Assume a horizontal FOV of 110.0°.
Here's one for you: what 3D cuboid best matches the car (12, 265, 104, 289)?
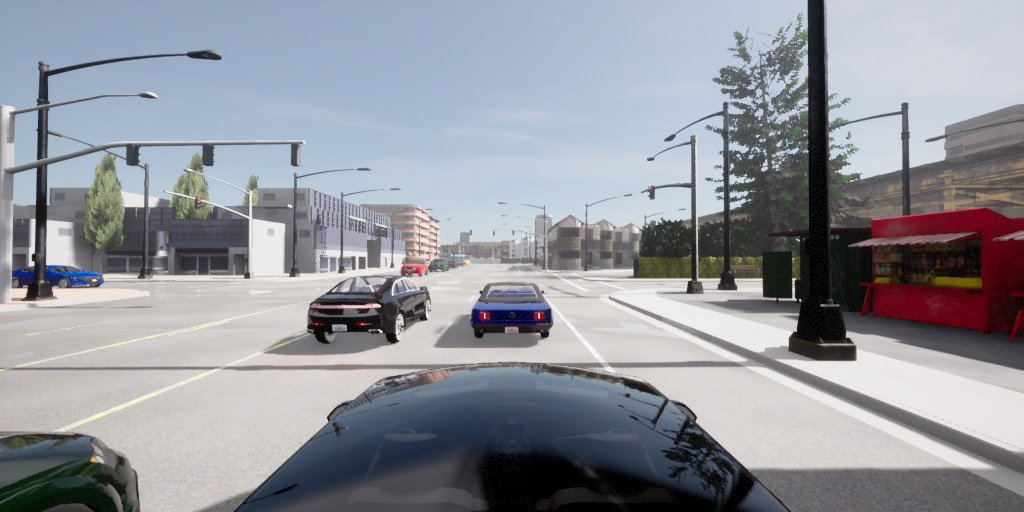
[{"bbox_3d":[-29.746,1.316,23.405,5.008,1.535,1.882,0,-1,0],"label":"car"}]

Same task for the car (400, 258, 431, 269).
[{"bbox_3d":[-10.792,1.276,39.816,2.150,2.045,5.566,0,-1,-4],"label":"car"}]

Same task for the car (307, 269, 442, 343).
[{"bbox_3d":[-3.511,1.257,9.707,2.128,1.511,4.902,0,0,0],"label":"car"}]

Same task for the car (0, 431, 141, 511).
[{"bbox_3d":[-3.373,1.314,0.538,1.994,1.385,4.181,0,0,-1],"label":"car"}]

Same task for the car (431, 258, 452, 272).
[{"bbox_3d":[-11.124,1.391,54.669,2.150,2.045,5.566,0,-1,0],"label":"car"}]

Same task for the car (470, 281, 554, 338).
[{"bbox_3d":[-0.010,1.365,10.185,1.895,1.301,4.718,0,0,0],"label":"car"}]
